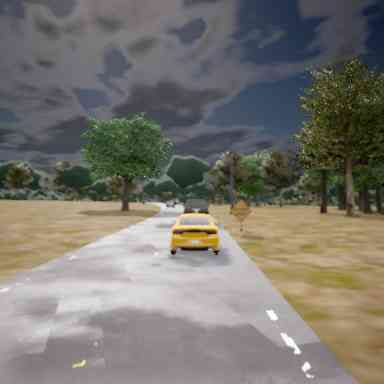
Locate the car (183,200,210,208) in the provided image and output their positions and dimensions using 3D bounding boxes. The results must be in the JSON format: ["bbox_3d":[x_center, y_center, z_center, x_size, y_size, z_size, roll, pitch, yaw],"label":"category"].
[{"bbox_3d":[0.358,1.669,29.029,2.150,2.045,5.566,0,-1,1],"label":"car"}]

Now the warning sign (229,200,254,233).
[{"bbox_3d":[2.849,1.397,19.373,1.300,1.860,1.060,-1,-2,1],"label":"warning sign"}]

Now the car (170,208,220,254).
[{"bbox_3d":[0.140,1.676,14.455,1.882,1.535,5.008,0,-1,1],"label":"car"}]

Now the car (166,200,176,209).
[{"bbox_3d":[-4.571,2.745,70.815,2.128,1.511,4.902,0,-1,-5],"label":"car"}]
